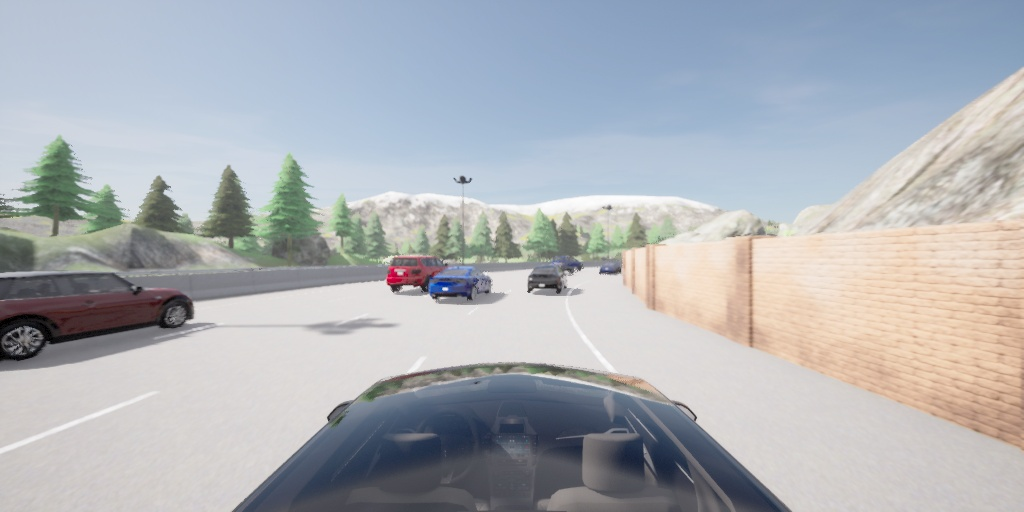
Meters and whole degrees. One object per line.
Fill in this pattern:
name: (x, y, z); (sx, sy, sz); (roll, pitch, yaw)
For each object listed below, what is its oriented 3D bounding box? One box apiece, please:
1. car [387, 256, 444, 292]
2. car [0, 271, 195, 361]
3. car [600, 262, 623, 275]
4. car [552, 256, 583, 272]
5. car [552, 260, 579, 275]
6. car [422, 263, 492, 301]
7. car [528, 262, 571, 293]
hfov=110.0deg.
car: (-5.298, 1.018, 21.611); (2.150, 2.045, 5.566); (-1, 0, 13)
car: (-10.299, 1.121, 8.493); (2.097, 1.767, 4.553); (0, 0, 2)
car: (11.790, 1.398, 41.657); (1.994, 1.385, 4.181); (0, 0, 37)
car: (7.327, 1.070, 47.609); (2.150, 2.045, 5.566); (-1, -1, 40)
car: (5.165, 1.430, 38.213); (1.895, 1.301, 4.718); (0, 0, 31)
car: (-2.363, 1.264, 17.722); (1.882, 1.535, 5.008); (-1, 0, 11)
car: (2.169, 1.297, 21.205); (1.837, 1.490, 4.892); (-1, 0, 14)
